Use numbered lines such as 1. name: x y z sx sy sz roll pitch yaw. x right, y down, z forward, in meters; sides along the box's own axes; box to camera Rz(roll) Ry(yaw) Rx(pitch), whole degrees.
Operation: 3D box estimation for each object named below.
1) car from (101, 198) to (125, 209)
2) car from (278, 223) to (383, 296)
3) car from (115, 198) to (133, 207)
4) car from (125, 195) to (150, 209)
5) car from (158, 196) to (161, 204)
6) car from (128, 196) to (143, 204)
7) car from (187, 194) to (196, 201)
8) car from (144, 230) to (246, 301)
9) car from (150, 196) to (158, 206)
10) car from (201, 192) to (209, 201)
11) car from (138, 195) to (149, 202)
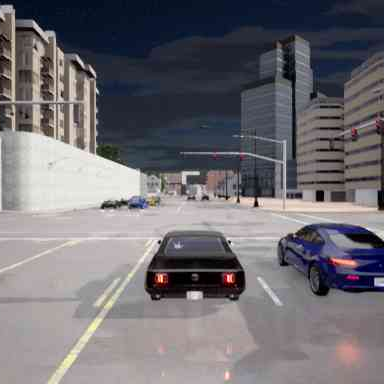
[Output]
1. car: -10.664 1.547 44.072 1.994 1.385 4.181 0 0 0
2. car: 3.563 1.511 8.512 1.812 1.442 4.674 0 0 0
3. car: -10.677 1.576 52.831 1.895 1.301 4.718 0 0 0
4. car: -7.164 1.453 44.363 1.882 1.535 5.008 0 0 0
5. car: -7.148 1.448 64.258 2.128 1.511 4.902 0 0 1
6. car: -10.656 1.470 62.983 1.837 1.490 4.892 0 0 0
7. car: -0.136 1.277 84.621 2.097 1.767 4.553 0 0 0
8. car: 0.062 1.594 8.285 1.895 1.301 4.718 0 0 0
9. car: -7.172 1.444 53.822 1.882 1.535 5.008 0 0 0
10. car: 3.364 1.415 84.555 1.837 1.490 4.892 0 0 0
11. car: -10.618 1.478 73.140 1.812 1.442 4.674 0 0 0
